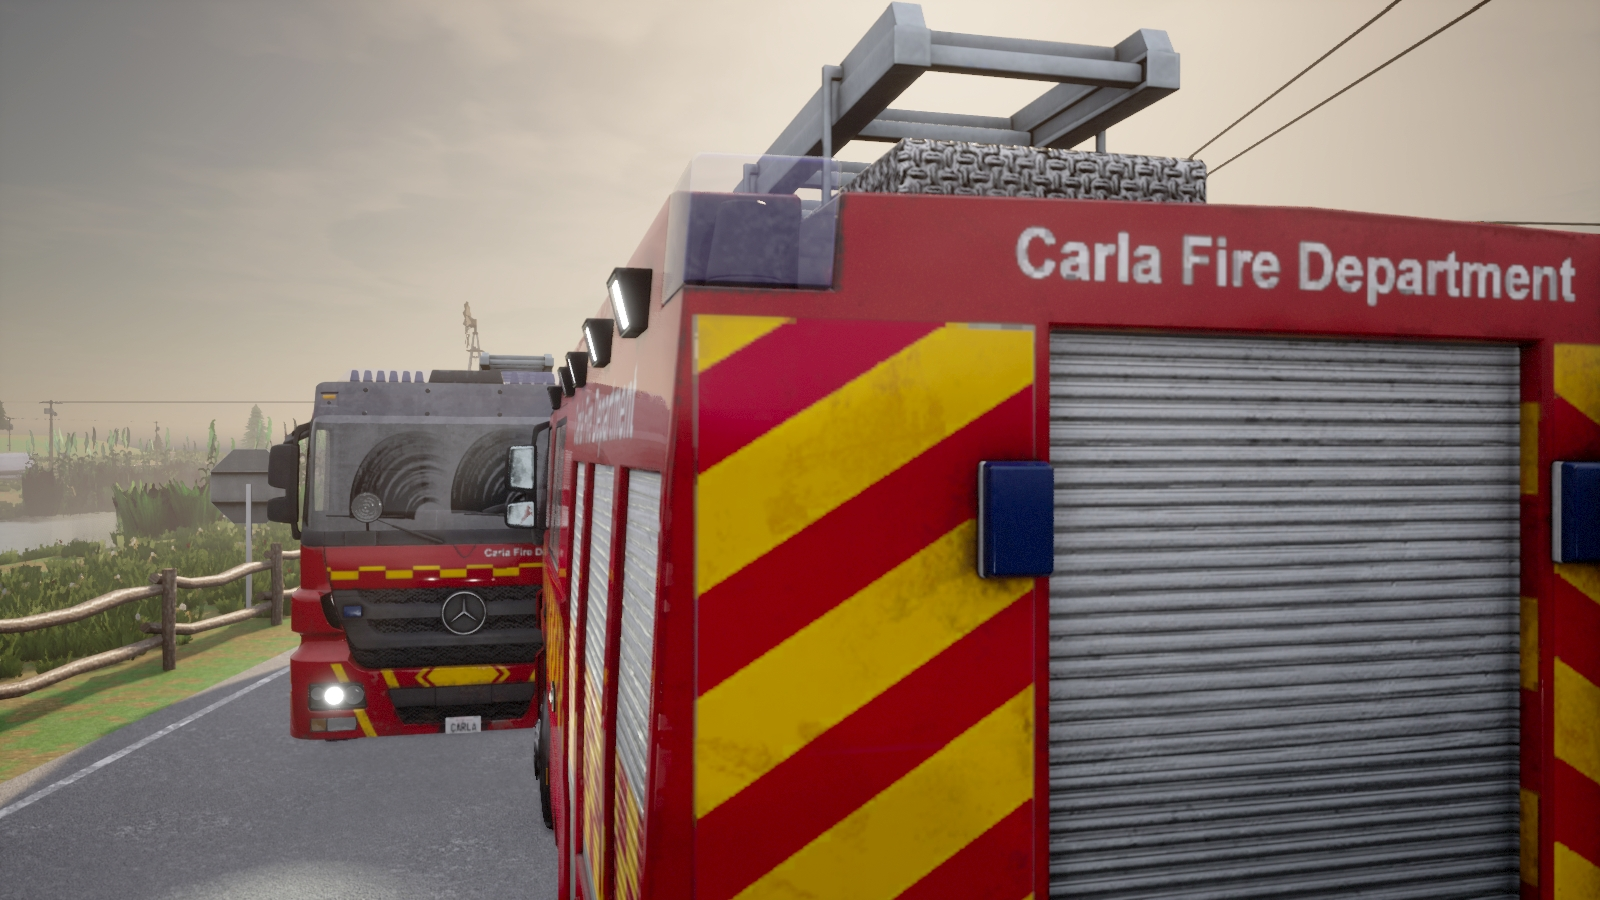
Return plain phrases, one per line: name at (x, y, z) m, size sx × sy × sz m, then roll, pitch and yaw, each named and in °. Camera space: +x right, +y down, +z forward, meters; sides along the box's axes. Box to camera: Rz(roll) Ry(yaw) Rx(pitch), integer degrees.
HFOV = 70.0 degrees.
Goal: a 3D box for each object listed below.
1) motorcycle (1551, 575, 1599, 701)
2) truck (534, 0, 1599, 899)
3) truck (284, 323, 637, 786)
motorcycle at (9.796, 2.142, 13.148) m, size 1.805 × 1.316 × 0.856 m, roll 0°, pitch 0°, yaw -7°
truck at (-0.031, 0.867, 6.874) m, size 2.891 × 3.827 × 8.468 m, roll 0°, pitch 0°, yaw -14°
truck at (-3.899, 0.862, 13.913) m, size 2.891 × 3.827 × 8.468 m, roll 0°, pitch 0°, yaw -14°
